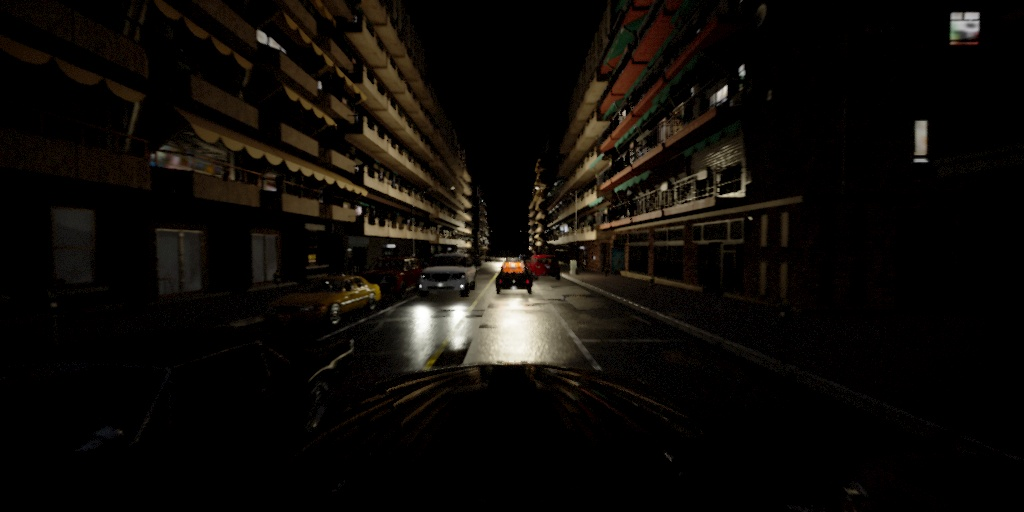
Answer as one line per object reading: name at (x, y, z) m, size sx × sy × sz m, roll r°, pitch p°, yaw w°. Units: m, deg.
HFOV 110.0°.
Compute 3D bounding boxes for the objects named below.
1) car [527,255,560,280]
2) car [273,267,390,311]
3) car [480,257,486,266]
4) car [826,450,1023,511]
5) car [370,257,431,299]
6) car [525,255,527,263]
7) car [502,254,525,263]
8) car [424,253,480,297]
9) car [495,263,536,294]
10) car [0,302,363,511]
car at (2.657, 0.896, 28.623) m, size 2.192 × 1.841 × 5.009 m, roll 0°, pitch 0°, yaw 0°
car at (-5.692, 1.215, 11.400) m, size 1.751 × 1.417 × 4.829 m, roll 0°, pitch 0°, yaw 0°
car at (-5.691, 0.956, 56.888) m, size 1.948 × 1.339 × 4.313 m, roll 0°, pitch 0°, yaw 0°
car at (2.657, 1.341, 0.302) m, size 1.802 × 1.307 × 4.207 m, roll 0°, pitch 0°, yaw 0°
car at (-5.691, 0.969, 17.235) m, size 2.192 × 1.841 × 5.009 m, roll 0°, pitch 0°, yaw 0°
car at (2.657, 0.859, 34.289) m, size 2.192 × 1.841 × 5.009 m, roll 0°, pitch 0°, yaw 0°
car at (0.100, 0.887, 35.501) m, size 2.097 × 1.767 × 4.553 m, roll 0°, pitch 0°, yaw 0°
car at (-3.099, 0.870, 18.242) m, size 2.150 × 2.045 × 5.566 m, roll 0°, pitch 0°, yaw 0°
car at (0.099, 1.242, 19.404) m, size 1.895 × 1.301 × 4.718 m, roll 0°, pitch 0°, yaw 0°
car at (-3.074, 1.345, 2.646) m, size 1.895 × 1.301 × 4.718 m, roll 0°, pitch 0°, yaw 0°
